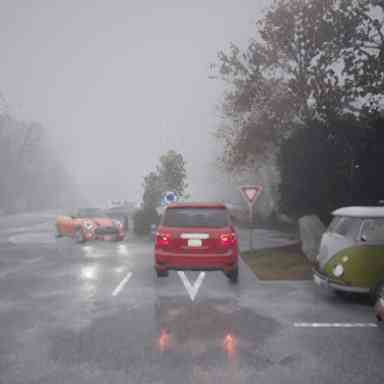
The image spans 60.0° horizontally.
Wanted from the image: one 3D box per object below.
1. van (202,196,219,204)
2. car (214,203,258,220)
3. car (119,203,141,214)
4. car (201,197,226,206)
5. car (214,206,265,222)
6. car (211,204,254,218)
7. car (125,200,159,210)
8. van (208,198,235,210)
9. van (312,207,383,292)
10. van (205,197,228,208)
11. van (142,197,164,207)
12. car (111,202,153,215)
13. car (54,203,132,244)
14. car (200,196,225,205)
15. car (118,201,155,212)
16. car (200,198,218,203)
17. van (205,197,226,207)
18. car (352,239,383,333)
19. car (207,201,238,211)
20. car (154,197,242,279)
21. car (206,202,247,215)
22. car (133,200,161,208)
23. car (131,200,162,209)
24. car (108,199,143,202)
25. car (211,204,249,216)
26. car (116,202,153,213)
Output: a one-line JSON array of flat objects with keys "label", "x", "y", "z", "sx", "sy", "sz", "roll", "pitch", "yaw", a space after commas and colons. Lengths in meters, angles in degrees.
[{"label": "van", "x": 4.956, "y": 2.181, "z": 89.706, "sx": 4.442, "sy": 1.987, "sz": 1.878, "roll": 0, "pitch": 0, "yaw": 0}, {"label": "car", "x": 4.837, "y": 2.129, "z": 37.081, "sx": 4.553, "sy": 1.767, "sz": 2.185, "roll": 0, "pitch": 0, "yaw": 0}, {"label": "car", "x": -8.304, "y": 2.284, "z": 36.966, "sx": 4.792, "sy": 1.488, "sz": 2.163, "roll": 0, "pitch": 0, "yaw": 0}, {"label": "car", "x": 4.802, "y": 2.061, "z": 75.729, "sx": 5.566, "sy": 2.045, "sz": 2.435, "roll": 0, "pitch": 0, "yaw": 0}, {"label": "car", "x": 4.798, "y": 2.259, "z": 34.310, "sx": 5.008, "sy": 1.535, "sz": 2.097, "roll": 0, "pitch": 0, "yaw": 0}, {"label": "car", "x": 4.778, "y": 2.279, "z": 39.727, "sx": 4.792, "sy": 1.488, "sz": 2.163, "roll": 0, "pitch": 0, "yaw": 0}, {"label": "car", "x": -8.447, "y": 2.216, "z": 56.520, "sx": 5.366, "sy": 1.575, "sz": 1.946, "roll": 0, "pitch": 0, "yaw": 0}, {"label": "van", "x": 4.934, "y": 1.994, "z": 56.470, "sx": 4.442, "sy": 1.987, "sz": 1.878, "roll": 0, "pitch": 0, "yaw": 0}, {"label": "van", "x": 4.924, "y": 1.302, "z": 7.220, "sx": 4.442, "sy": 1.987, "sz": 1.878, "roll": -1, "pitch": 0, "yaw": 0}, {"label": "van", "x": 4.715, "y": 2.014, "z": 64.634, "sx": 4.442, "sy": 1.987, "sz": 1.878, "roll": 0, "pitch": 0, "yaw": 0}, {"label": "van", "x": -8.137, "y": 2.049, "z": 70.271, "sx": 4.442, "sy": 1.987, "sz": 1.878, "roll": 0, "pitch": 0, "yaw": 0}, {"label": "car", "x": -8.084, "y": 2.235, "z": 45.294, "sx": 5.366, "sy": 1.575, "sz": 1.946, "roll": 0, "pitch": 0, "yaw": 0}, {"label": "car", "x": -5.336, "y": 1.578, "z": 17.065, "sx": 2.097, "sy": 1.767, "sz": 4.553, "roll": 4, "pitch": -4, "yaw": -40}, {"label": "car", "x": 4.804, "y": 2.080, "z": 78.500, "sx": 5.566, "sy": 2.045, "sz": 2.435, "roll": 0, "pitch": 0, "yaw": 0}, {"label": "car", "x": -8.451, "y": 2.225, "z": 50.847, "sx": 5.366, "sy": 1.575, "sz": 1.946, "roll": 0, "pitch": 0, "yaw": 0}, {"label": "car", "x": 4.837, "y": 2.444, "z": 95.120, "sx": 5.008, "sy": 1.535, "sz": 2.097, "roll": 0, "pitch": 0, "yaw": 0}, {"label": "van", "x": 4.943, "y": 2.049, "z": 70.190, "sx": 4.442, "sy": 1.987, "sz": 1.878, "roll": 0, "pitch": 0, "yaw": 0}, {"label": "car", "x": 5.049, "y": 1.551, "z": 4.545, "sx": 4.674, "sy": 1.452, "sz": 2.002, "roll": 0, "pitch": 0, "yaw": 0}, {"label": "car", "x": 4.787, "y": 2.253, "z": 53.576, "sx": 4.792, "sy": 1.488, "sz": 2.163, "roll": 0, "pitch": 0, "yaw": 0}, {"label": "car", "x": 0.236, "y": 1.299, "z": 10.400, "sx": 2.150, "sy": 2.045, "sz": 5.566, "roll": 0, "pitch": -1, "yaw": 4}, {"label": "car", "x": 4.625, "y": 2.236, "z": 45.267, "sx": 5.366, "sy": 1.575, "sz": 1.946, "roll": 0, "pitch": 0, "yaw": 0}, {"label": "car", "x": -8.265, "y": 2.228, "z": 61.940, "sx": 4.892, "sy": 1.521, "sz": 2.231, "roll": 0, "pitch": 0, "yaw": 0}, {"label": "car", "x": -8.075, "y": 2.217, "z": 59.172, "sx": 5.366, "sy": 1.575, "sz": 1.946, "roll": 0, "pitch": 0, "yaw": 0}, {"label": "car", "x": -8.243, "y": 1.992, "z": 42.517, "sx": 5.566, "sy": 2.045, "sz": 2.435, "roll": 0, "pitch": 0, "yaw": 0}, {"label": "car", "x": 4.806, "y": 2.284, "z": 42.497, "sx": 4.674, "sy": 1.452, "sz": 2.002, "roll": 0, "pitch": 0, "yaw": 0}, {"label": "car", "x": -8.261, "y": 2.234, "z": 48.071, "sx": 4.892, "sy": 1.521, "sz": 2.231, "roll": 0, "pitch": 0, "yaw": 0}]
